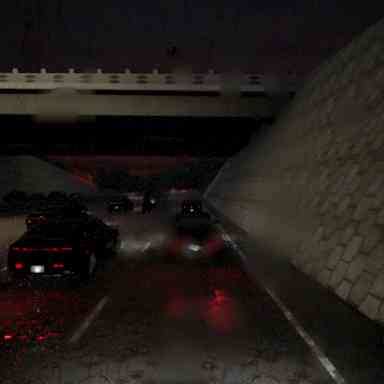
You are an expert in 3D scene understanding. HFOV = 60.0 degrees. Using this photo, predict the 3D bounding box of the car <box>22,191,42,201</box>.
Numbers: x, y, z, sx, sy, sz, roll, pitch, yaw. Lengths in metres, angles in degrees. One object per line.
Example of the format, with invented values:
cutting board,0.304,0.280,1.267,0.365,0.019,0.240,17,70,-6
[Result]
car,-28.255,0.915,60.298,2.097,1.767,4.553,0,0,0

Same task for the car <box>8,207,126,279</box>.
car,-3.440,1.433,9.812,1.837,1.490,4.892,0,1,0

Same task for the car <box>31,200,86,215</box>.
car,-6.965,1.374,17.652,1.837,1.490,4.892,0,0,0

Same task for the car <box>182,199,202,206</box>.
car,-0.019,1.356,31.828,1.895,1.301,4.718,0,0,0

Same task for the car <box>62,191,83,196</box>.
car,-21.266,0.905,60.501,2.097,1.767,4.553,0,0,0

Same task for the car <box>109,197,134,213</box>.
car,-7.026,1.241,33.382,2.128,1.511,4.902,0,0,0

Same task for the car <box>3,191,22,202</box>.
car,-31.747,0.788,60.175,2.150,2.045,5.566,0,0,0

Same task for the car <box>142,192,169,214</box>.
car,-3.522,0.975,32.484,2.150,2.045,5.566,0,0,0

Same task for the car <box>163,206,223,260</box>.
car,0.049,1.434,11.898,1.812,1.442,4.674,0,0,0

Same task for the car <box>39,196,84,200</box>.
car,-10.506,1.340,28.021,2.033,1.411,5.357,0,0,0

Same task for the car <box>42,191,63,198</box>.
car,-24.760,0.773,61.036,2.150,2.045,5.566,0,1,0
